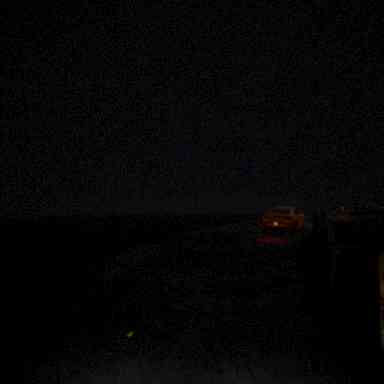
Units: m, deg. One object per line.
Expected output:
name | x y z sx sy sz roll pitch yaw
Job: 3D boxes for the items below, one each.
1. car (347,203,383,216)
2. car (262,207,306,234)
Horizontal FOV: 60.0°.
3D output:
car | 18.683 1.910 35.583 5.357 1.411 2.033 1 -1 -37
car | 5.857 1.653 20.885 1.882 1.535 5.008 0 -1 28
